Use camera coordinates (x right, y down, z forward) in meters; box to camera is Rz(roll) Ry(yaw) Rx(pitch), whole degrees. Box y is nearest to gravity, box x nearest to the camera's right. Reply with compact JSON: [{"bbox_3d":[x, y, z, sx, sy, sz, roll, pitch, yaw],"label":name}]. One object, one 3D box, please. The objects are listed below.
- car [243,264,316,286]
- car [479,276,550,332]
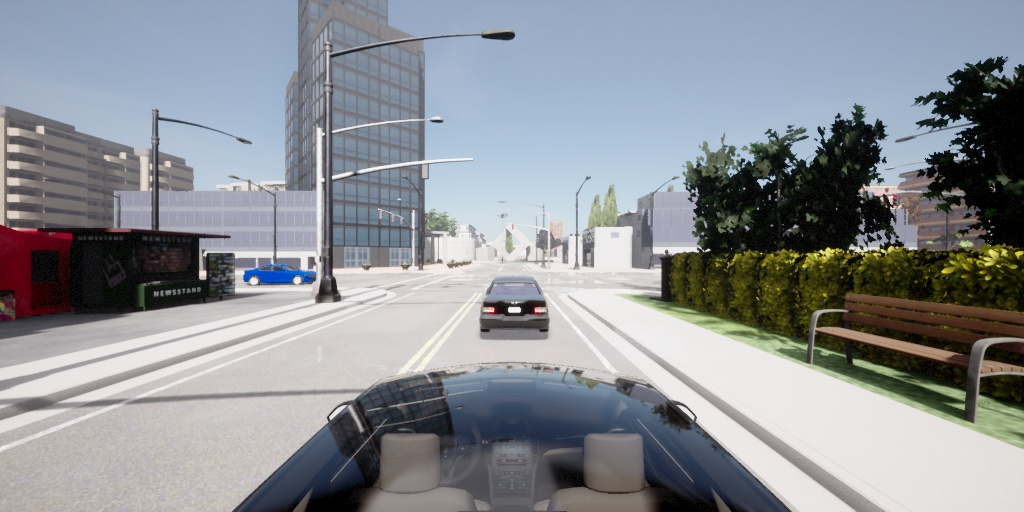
[{"bbox_3d":[-16.778,1.336,26.238,5.008,1.535,1.882,-1,0,0],"label":"car"},{"bbox_3d":[0.069,1.297,10.829,2.033,1.411,5.357,0,0,0],"label":"car"}]
